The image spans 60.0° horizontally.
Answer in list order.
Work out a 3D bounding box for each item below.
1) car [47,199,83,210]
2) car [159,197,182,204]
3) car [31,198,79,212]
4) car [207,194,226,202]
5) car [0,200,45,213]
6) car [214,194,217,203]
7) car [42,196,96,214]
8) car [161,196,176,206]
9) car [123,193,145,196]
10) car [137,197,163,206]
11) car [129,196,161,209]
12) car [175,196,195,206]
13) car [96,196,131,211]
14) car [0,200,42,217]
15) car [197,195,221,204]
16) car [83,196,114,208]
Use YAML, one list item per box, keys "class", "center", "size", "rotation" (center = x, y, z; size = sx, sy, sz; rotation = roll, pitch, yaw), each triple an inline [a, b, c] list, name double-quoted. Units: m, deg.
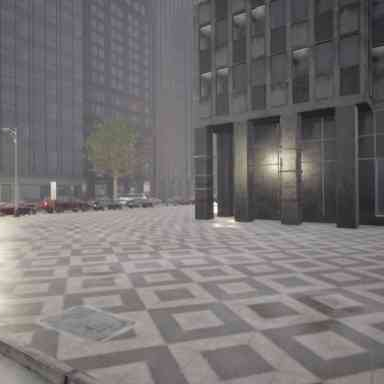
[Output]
- class: "car"
  center: [-16.799, 1.641, 44.067]
  size: [1.802, 1.307, 4.206]
  rotation: [-1, 0, 35]
- class: "car"
  center: [-3.982, 1.573, 62.631]
  size: [1.947, 1.339, 4.313]
  rotation: [-1, 0, 35]
- class: "car"
  center: [-16.330, 1.514, 39.900]
  size: [1.882, 1.535, 5.008]
  rotation: [-1, 0, 35]
- class: "car"
  center: [5.628, 1.295, 76.554]
  size: [2.192, 1.841, 5.009]
  rotation: [-1, 0, 35]
- class: "car"
  center: [-20.003, 1.642, 39.427]
  size: [1.947, 1.339, 4.313]
  rotation: [-1, 0, 35]
- class: "car"
  center: [3.026, 1.221, 57.782]
  size: [2.192, 1.841, 5.009]
  rotation: [-1, 0, 35]
- class: "car"
  center: [-12.992, 1.290, 34.582]
  size: [2.192, 1.841, 5.009]
  rotation: [-1, 0, 35]
- class: "car"
  center: [-2.442, 1.440, 54.465]
  size: [2.128, 1.511, 4.902]
  rotation: [-1, 0, 35]
- class: "car"
  center: [-9.268, 1.226, 50.107]
  size: [2.150, 2.045, 5.566]
  rotation: [-1, -1, 35]
- class: "car"
  center: [-7.284, 1.544, 57.849]
  size: [1.752, 1.417, 4.829]
  rotation: [-1, 0, 35]
- class: "car"
  center: [-6.583, 1.508, 43.860]
  size: [1.947, 1.339, 4.313]
  rotation: [-1, 0, 35]
- class: "car"
  center: [-0.176, 1.461, 53.141]
  size: [1.887, 1.381, 4.507]
  rotation: [-1, 0, 35]
- class: "car"
  center: [-9.786, 1.524, 39.221]
  size: [1.947, 1.339, 4.313]
  rotation: [-1, 0, 35]
- class: "car"
  center: [-16.194, 1.576, 29.940]
  size: [1.802, 1.307, 4.206]
  rotation: [-1, 0, 35]
- class: "car"
  center: [3.238, 1.422, 62.781]
  size: [2.128, 1.511, 4.902]
  rotation: [-1, 0, 35]
- class: "car"
  center: [-13.597, 1.484, 48.708]
  size: [1.967, 1.590, 4.097]
  rotation: [-1, 0, 35]
